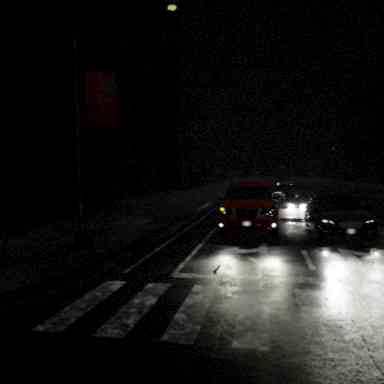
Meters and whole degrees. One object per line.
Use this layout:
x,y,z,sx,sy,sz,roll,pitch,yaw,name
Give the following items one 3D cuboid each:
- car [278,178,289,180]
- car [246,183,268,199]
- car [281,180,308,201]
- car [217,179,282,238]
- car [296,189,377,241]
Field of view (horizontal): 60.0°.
12.683,-1.157,46.140,2.097,1.767,4.553,-1,3,12,car
6.775,-0.163,34.421,2.033,1.411,5.357,-1,3,12,car
9.040,-0.044,29.486,2.128,1.511,4.902,-1,3,12,car
2.410,0.591,14.008,2.150,2.045,5.566,-1,3,12,car
5.470,0.837,12.770,2.128,1.511,4.902,-1,3,12,car
